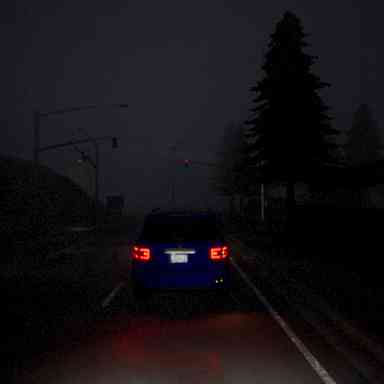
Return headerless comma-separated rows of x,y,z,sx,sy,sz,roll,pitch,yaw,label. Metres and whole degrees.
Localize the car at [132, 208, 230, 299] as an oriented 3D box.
-0.240,1.438,9.239,2.150,2.045,5.566,0,-1,0,car
